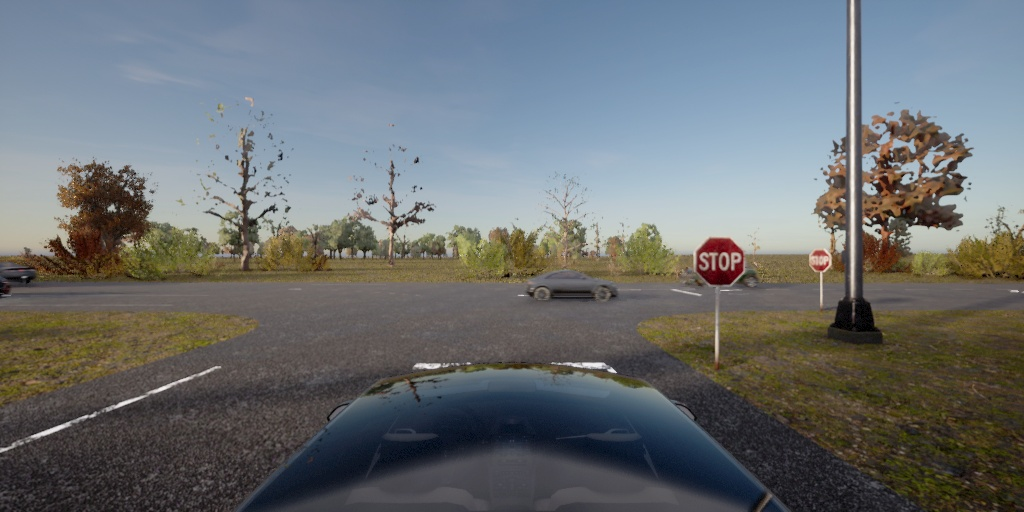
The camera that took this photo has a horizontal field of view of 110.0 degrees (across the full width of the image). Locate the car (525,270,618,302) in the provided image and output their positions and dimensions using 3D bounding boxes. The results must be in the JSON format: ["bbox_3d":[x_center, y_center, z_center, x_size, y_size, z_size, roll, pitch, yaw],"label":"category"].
[{"bbox_3d":[2.683,1.333,16.567,4.181,1.385,1.994,0,0,-2],"label":"car"}]

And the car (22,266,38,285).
[{"bbox_3d":[-33.021,1.116,22.411,4.902,1.511,2.128,0,0,-2],"label":"car"}]

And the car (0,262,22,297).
[{"bbox_3d":[-25.332,1.018,15.674,4.553,1.767,2.097,0,0,-2],"label":"car"}]

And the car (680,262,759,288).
[{"bbox_3d":[13.724,1.125,23.940,4.553,1.767,2.097,1,0,-2],"label":"car"}]
